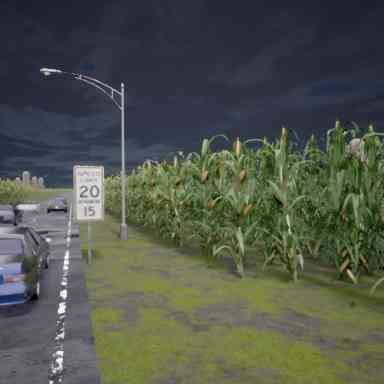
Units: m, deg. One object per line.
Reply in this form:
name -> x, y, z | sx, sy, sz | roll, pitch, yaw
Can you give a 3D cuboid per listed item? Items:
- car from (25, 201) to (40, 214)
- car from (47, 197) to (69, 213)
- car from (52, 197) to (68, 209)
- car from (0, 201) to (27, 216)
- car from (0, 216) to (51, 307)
car -> -17.200, 1.600, 34.981 | 1.895, 1.301, 4.718 | 0, 0, -19
car -> -14.656, 1.540, 36.339 | 1.994, 1.385, 4.181 | 0, 0, -19
car -> -18.102, 1.467, 45.788 | 1.837, 1.490, 4.892 | 0, 0, -20
car -> -12.836, 1.577, 22.672 | 1.994, 1.385, 4.181 | 0, 0, -20
car -> -4.506, 1.547, 7.909 | 2.033, 1.411, 5.357 | 0, 0, -20
